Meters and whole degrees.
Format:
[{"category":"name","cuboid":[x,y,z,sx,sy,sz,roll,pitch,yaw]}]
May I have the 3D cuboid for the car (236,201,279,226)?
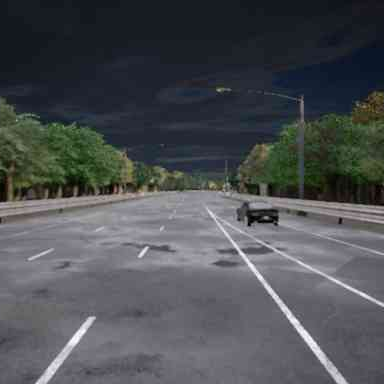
[{"category":"car","cuboid":[4.174,1.333,21.901,1.882,1.535,5.008,0,0,-4]}]
